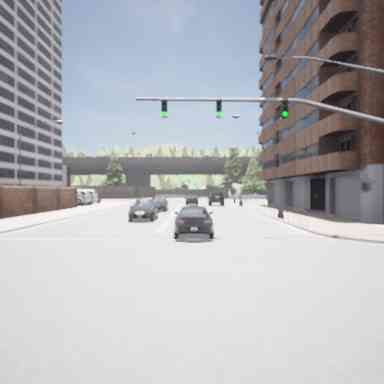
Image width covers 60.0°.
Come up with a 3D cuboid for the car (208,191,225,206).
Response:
[{"bbox_3d":[3.501,0.926,48.361,2.150,2.045,5.566,0,0,0],"label":"car"}]

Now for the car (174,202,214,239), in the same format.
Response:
[{"bbox_3d":[0.087,1.423,16.712,1.812,1.442,4.674,0,0,0],"label":"car"}]

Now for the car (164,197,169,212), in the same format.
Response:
[{"bbox_3d":[-3.541,1.274,35.582,2.128,1.511,4.902,0,0,1],"label":"car"}]

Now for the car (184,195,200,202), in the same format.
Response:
[{"bbox_3d":[0.001,1.214,47.749,1.837,1.490,4.892,0,1,0],"label":"car"}]

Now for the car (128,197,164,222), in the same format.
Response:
[{"bbox_3d":[-3.600,1.337,25.178,2.128,1.511,4.902,0,0,-1],"label":"car"}]
